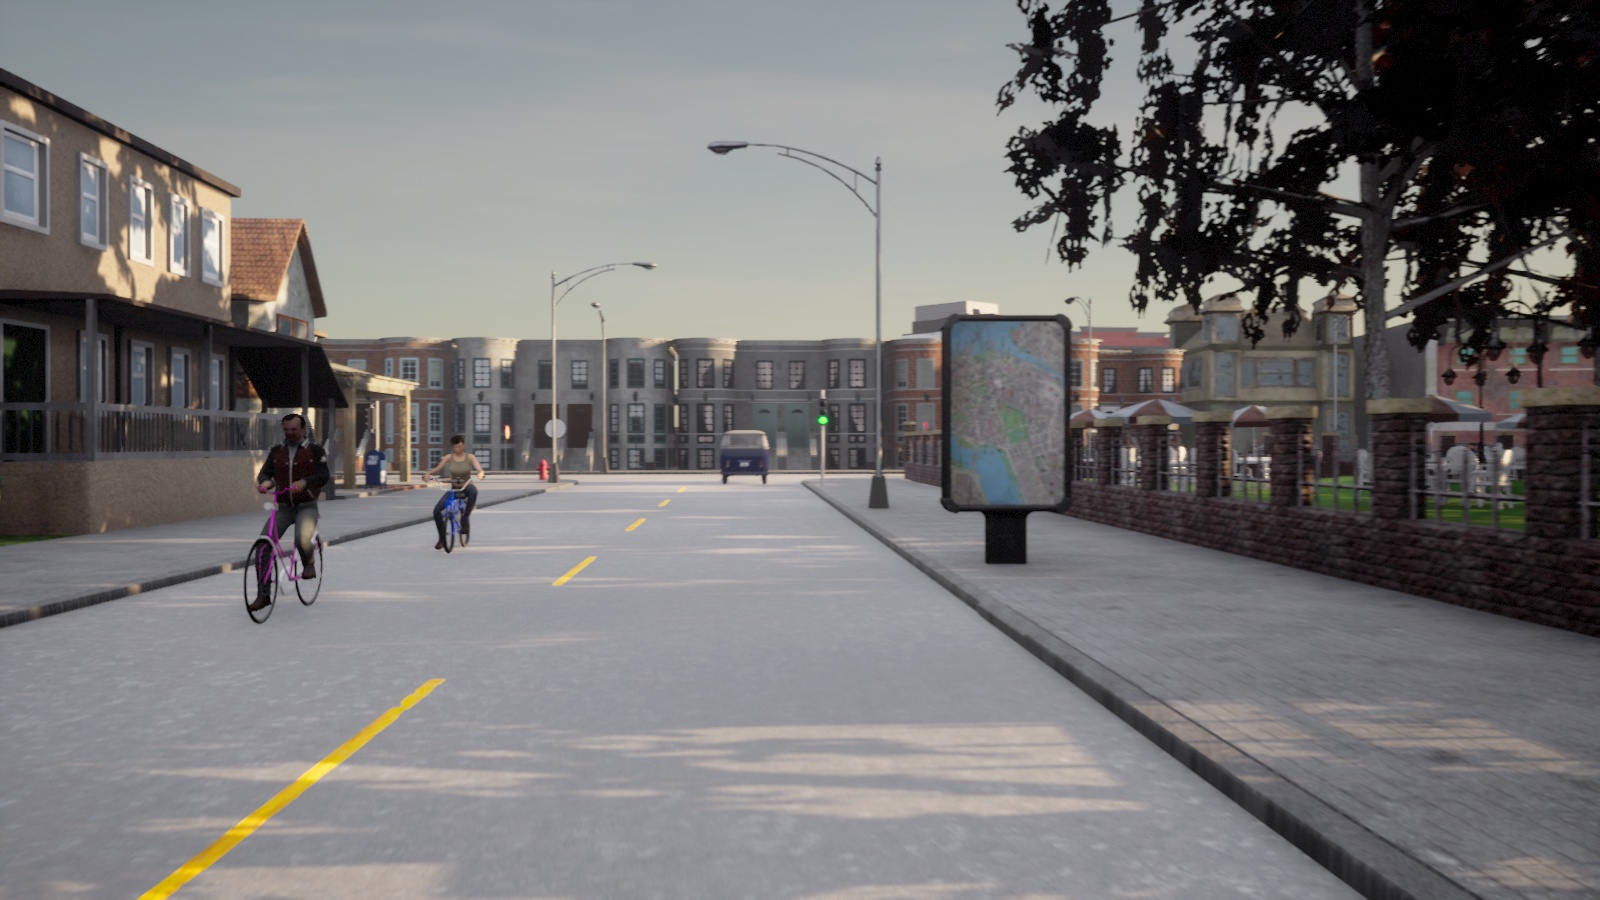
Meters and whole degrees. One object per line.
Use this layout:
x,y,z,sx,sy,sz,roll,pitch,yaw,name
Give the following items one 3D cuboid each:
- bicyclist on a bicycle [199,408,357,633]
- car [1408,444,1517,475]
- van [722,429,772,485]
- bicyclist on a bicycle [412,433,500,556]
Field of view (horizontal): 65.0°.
-4.442,0.554,10.829,0.659,1.776,1.843,0,0,-2,bicyclist on a bicycle
31.160,0.439,59.125,4.193,1.474,1.816,0,0,-2,car
-1.984,0.233,47.011,1.775,1.987,4.442,0,0,-2,van
-4.725,0.583,17.349,0.866,1.612,1.509,0,0,-2,bicyclist on a bicycle
